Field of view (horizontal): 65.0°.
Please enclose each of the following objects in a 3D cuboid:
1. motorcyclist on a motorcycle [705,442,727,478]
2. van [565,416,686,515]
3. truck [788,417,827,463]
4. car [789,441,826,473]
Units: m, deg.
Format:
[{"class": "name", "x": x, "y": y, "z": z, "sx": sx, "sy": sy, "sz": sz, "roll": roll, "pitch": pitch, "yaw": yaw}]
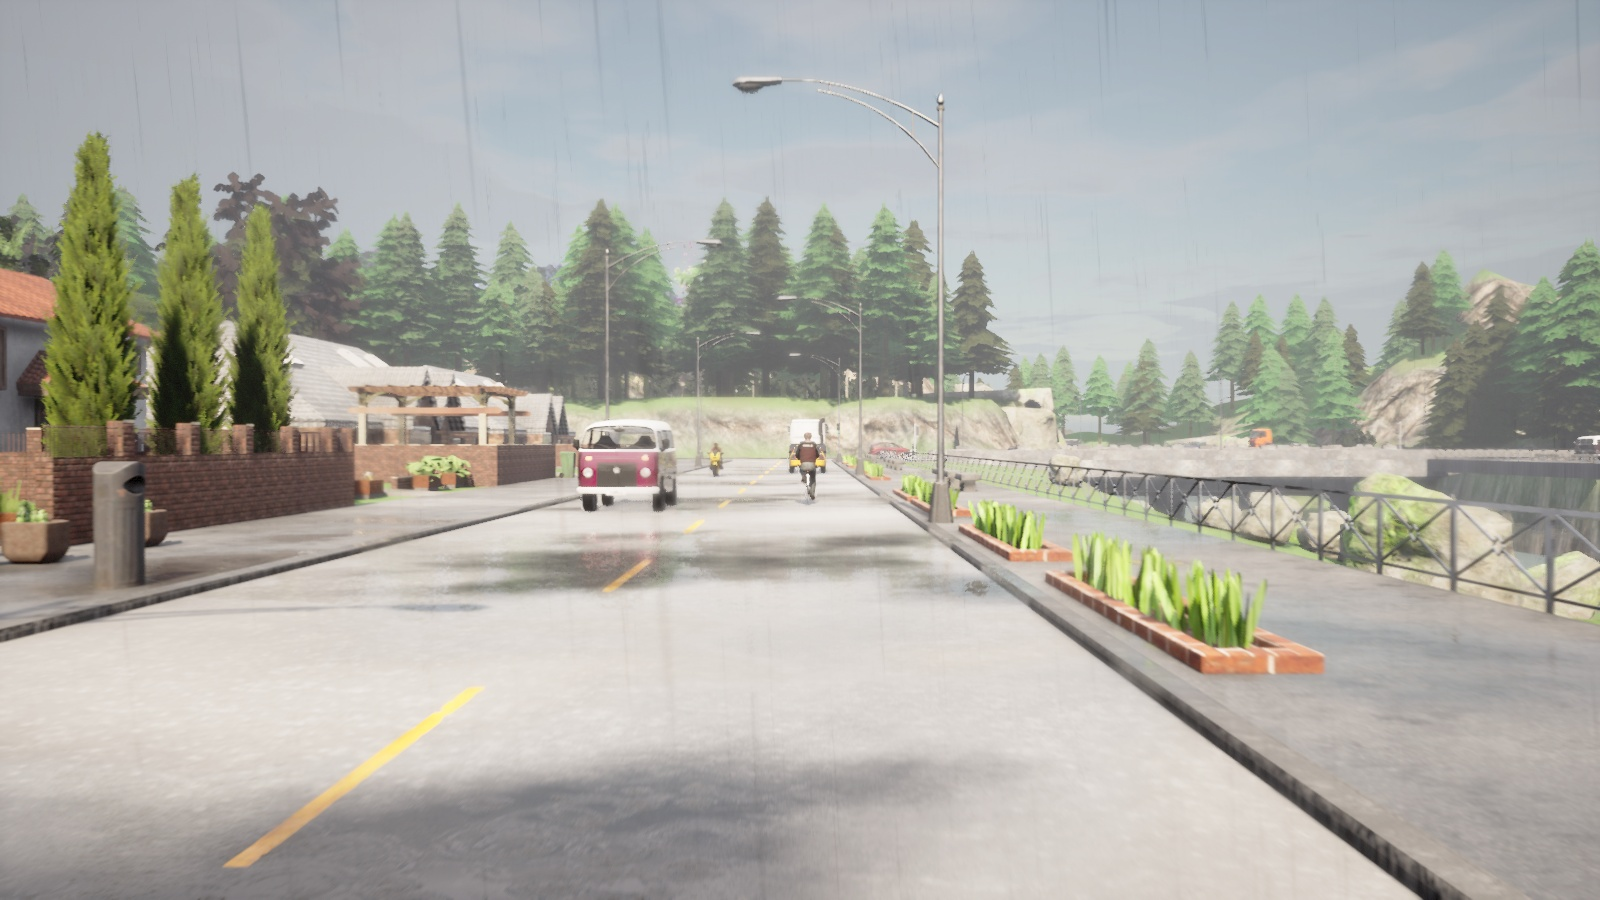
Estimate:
[{"class": "motorcyclist on a motorcycle", "x": -3.670, "y": 0.417, "z": 54.787, "sx": 0.797, "sy": 1.523, "sz": 2.044, "roll": 0, "pitch": 0, "yaw": 0}, {"class": "van", "x": -3.822, "y": 0.308, "z": 28.258, "sx": 2.069, "sy": 2.038, "sz": 4.480, "roll": 0, "pitch": 0, "yaw": 0}, {"class": "truck", "x": 0.611, "y": -0.786, "z": 97.833, "sx": 2.891, "sy": 3.462, "sz": 7.936, "roll": 0, "pitch": 0, "yaw": 1}, {"class": "car", "x": 0.382, "y": 0.327, "z": 63.622, "sx": 1.801, "sy": 1.575, "sz": 5.366, "roll": 0, "pitch": 0, "yaw": 0}]
